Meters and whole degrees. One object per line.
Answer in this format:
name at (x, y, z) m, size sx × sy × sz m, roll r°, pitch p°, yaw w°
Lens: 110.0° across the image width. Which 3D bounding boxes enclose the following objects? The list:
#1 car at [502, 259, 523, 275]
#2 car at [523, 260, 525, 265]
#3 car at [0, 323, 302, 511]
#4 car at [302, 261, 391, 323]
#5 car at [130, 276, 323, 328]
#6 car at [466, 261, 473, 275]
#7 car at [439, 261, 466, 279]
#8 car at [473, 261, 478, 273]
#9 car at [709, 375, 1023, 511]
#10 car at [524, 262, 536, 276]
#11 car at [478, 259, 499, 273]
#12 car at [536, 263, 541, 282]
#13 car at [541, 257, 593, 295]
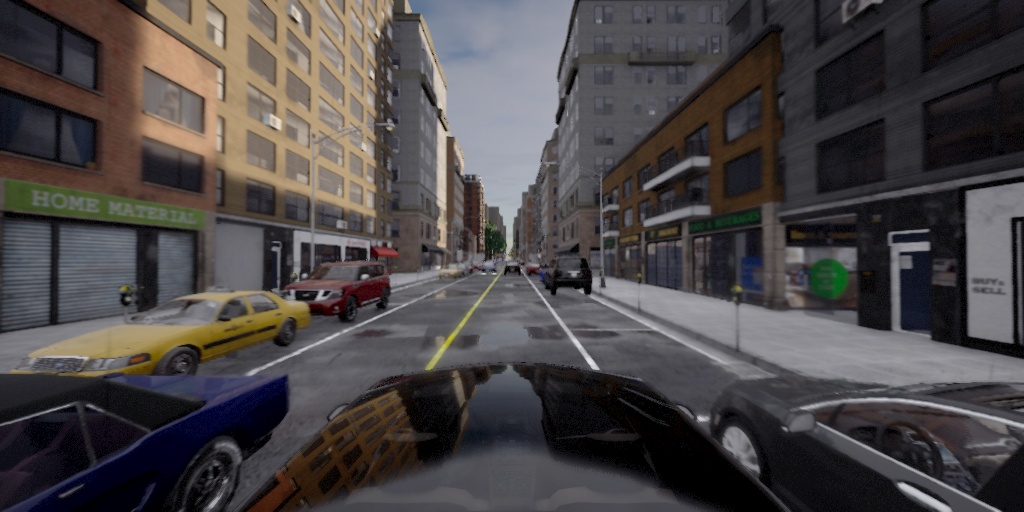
car at (0.083, 1.423, 43.473) m, size 1.882 × 1.535 × 5.008 m, roll 0°, pitch 0°, yaw 0°
car at (2.692, 1.502, 45.546) m, size 1.888 × 1.381 × 4.507 m, roll 0°, pitch 0°, yaw 0°
car at (-3.099, 1.349, 1.277) m, size 1.895 × 1.301 × 4.718 m, roll 0°, pitch 0°, yaw 0°
car at (-5.850, 1.111, 12.586) m, size 2.192 × 1.841 × 5.009 m, roll 0°, pitch 0°, yaw 0°
car at (-5.853, 1.298, 6.923) m, size 1.751 × 1.417 × 4.829 m, roll 0°, pitch 0°, yaw 0°
car at (-5.837, 1.478, 40.050) m, size 2.007 × 1.370 × 4.403 m, roll 0°, pitch 0°, yaw 0°
car at (-5.840, 1.425, 34.387) m, size 1.751 × 1.417 × 4.829 m, roll 0°, pitch 0°, yaw 0°
car at (-5.834, 1.397, 45.542) m, size 1.967 × 1.591 × 4.097 m, roll 0°, pitch 0°, yaw 0°
car at (2.675, 1.300, 1.616) m, size 2.007 × 1.370 × 4.403 m, roll 0°, pitch 0°, yaw 0°
car at (2.691, 1.472, 40.054) m, size 1.888 × 1.381 × 4.507 m, roll 0°, pitch 0°, yaw 0°
car at (-3.059, 1.494, 47.592) m, size 1.812 × 1.442 × 4.674 m, roll 0°, pitch -1°, yaw 0°
car at (3.154, 1.343, 27.678) m, size 1.882 × 1.535 × 5.008 m, roll 0°, pitch 0°, yaw 0°
car at (3.117, 1.053, 20.709) m, size 2.150 × 2.045 × 5.566 m, roll 0°, pitch 0°, yaw 0°
